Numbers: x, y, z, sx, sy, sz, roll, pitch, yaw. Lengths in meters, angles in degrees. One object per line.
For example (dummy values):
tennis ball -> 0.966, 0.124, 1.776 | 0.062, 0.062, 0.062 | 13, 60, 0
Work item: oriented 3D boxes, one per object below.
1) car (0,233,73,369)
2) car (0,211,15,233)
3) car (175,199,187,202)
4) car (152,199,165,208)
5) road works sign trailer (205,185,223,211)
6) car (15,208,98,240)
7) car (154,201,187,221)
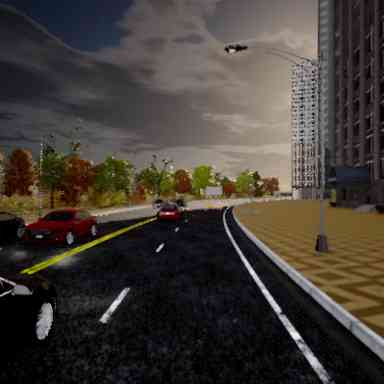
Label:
car -> -3.111, 1.527, 3.494 | 1.837, 1.490, 4.892 | 0, 0, 1
car -> -9.485, 1.624, 15.344 | 1.812, 1.442, 4.674 | 0, 0, 3
car -> -2.053, 1.943, 57.052 | 1.882, 1.535, 5.008 | 0, 0, 9
car -> -5.430, 1.975, 56.493 | 1.812, 1.442, 4.674 | 0, 0, 9
road works sign trailer -> 3.095, 0.867, 47.321 | 2.380, 3.560, 2.880 | 0, 0, 8
car -> -6.191, 1.594, 16.252 | 1.882, 1.535, 5.008 | 0, 0, 3
car -> -1.865, 1.808, 30.089 | 1.994, 1.385, 4.181 | 0, 0, 5
